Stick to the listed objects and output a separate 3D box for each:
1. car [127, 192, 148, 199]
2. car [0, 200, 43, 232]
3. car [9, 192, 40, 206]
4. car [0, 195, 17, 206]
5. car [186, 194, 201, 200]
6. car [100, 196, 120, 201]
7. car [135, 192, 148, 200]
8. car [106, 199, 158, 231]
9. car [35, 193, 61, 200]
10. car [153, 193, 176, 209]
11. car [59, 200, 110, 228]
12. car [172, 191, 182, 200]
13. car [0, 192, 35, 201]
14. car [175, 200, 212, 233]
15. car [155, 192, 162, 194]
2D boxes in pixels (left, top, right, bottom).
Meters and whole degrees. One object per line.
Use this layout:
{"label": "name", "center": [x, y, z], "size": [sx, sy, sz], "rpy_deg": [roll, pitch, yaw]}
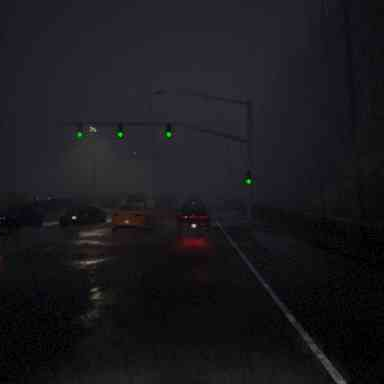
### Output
{"label": "car", "center": [-6.804, 1.088, 40.408], "size": [2.097, 1.767, 4.553], "rpy_deg": [0, 1, 0]}
{"label": "car", "center": [-10.413, 1.444, 19.278], "size": [1.812, 1.442, 4.674], "rpy_deg": [0, 0, 0]}
{"label": "car", "center": [-24.342, 0.973, 48.516], "size": [2.097, 1.767, 4.553], "rpy_deg": [0, 1, 0]}
{"label": "car", "center": [-27.841, 1.219, 48.735], "size": [1.895, 1.301, 4.718], "rpy_deg": [0, 1, 0]}
{"label": "car", "center": [0.206, 1.283, 41.684], "size": [1.994, 1.385, 4.181], "rpy_deg": [0, 1, 0]}
{"label": "car", "center": [-10.292, 1.192, 42.060], "size": [1.882, 1.535, 5.008], "rpy_deg": [0, 1, 0]}
{"label": "car", "center": [-10.195, 0.742, 67.441], "size": [1.882, 1.535, 5.008], "rpy_deg": [0, 1, 0]}
{"label": "car", "center": [-3.398, 1.394, 19.847], "size": [1.882, 1.535, 5.008], "rpy_deg": [0, 0, 0]}
{"label": "car", "center": [-20.841, 0.971, 48.651], "size": [2.097, 1.767, 4.553], "rpy_deg": [0, 1, 0]}
{"label": "car", "center": [-3.306, 1.245, 40.177], "size": [1.837, 1.490, 4.892], "rpy_deg": [0, 1, 0]}
{"label": "car", "center": [-6.899, 1.468, 21.461], "size": [1.994, 1.385, 4.181], "rpy_deg": [0, 0, 0]}
{"label": "car", "center": [-3.192, 0.610, 67.765], "size": [2.097, 1.767, 4.553], "rpy_deg": [0, 1, 0]}
{"label": "car", "center": [-20.920, 0.978, 38.458], "size": [2.150, 2.045, 5.566], "rpy_deg": [0, 1, 0]}
{"label": "car", "center": [0.101, 1.427, 19.083], "size": [1.837, 1.490, 4.892], "rpy_deg": [0, 0, 0]}
{"label": "car", "center": [-6.695, 0.767, 67.409], "size": [2.128, 1.511, 4.902], "rpy_deg": [0, 1, 0]}
